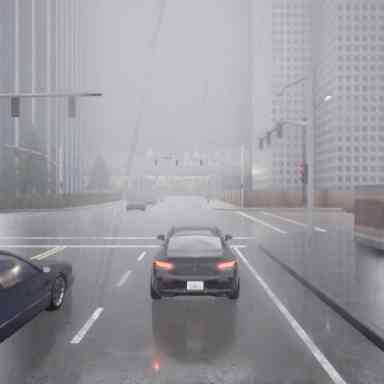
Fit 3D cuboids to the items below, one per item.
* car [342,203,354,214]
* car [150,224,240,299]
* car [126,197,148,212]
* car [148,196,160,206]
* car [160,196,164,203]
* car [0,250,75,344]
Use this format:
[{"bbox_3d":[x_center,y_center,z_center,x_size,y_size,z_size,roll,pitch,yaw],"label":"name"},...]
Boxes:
[{"bbox_3d":[17.602,1.351,33.487,4.553,1.767,2.097,0,0,0],"label":"car"},{"bbox_3d":[0.070,1.526,8.309,1.812,1.442,4.674,0,0,0],"label":"car"},{"bbox_3d":[-6.543,1.350,38.989,2.097,1.767,4.553,0,0,-7],"label":"car"},{"bbox_3d":[-7.129,1.546,56.221,2.033,1.411,5.357,0,0,0],"label":"car"},{"bbox_3d":[-7.065,1.516,71.712,2.128,1.511,4.902,0,0,0],"label":"car"},{"bbox_3d":[-3.445,1.547,4.713,2.033,1.411,5.357,0,0,1],"label":"car"}]
